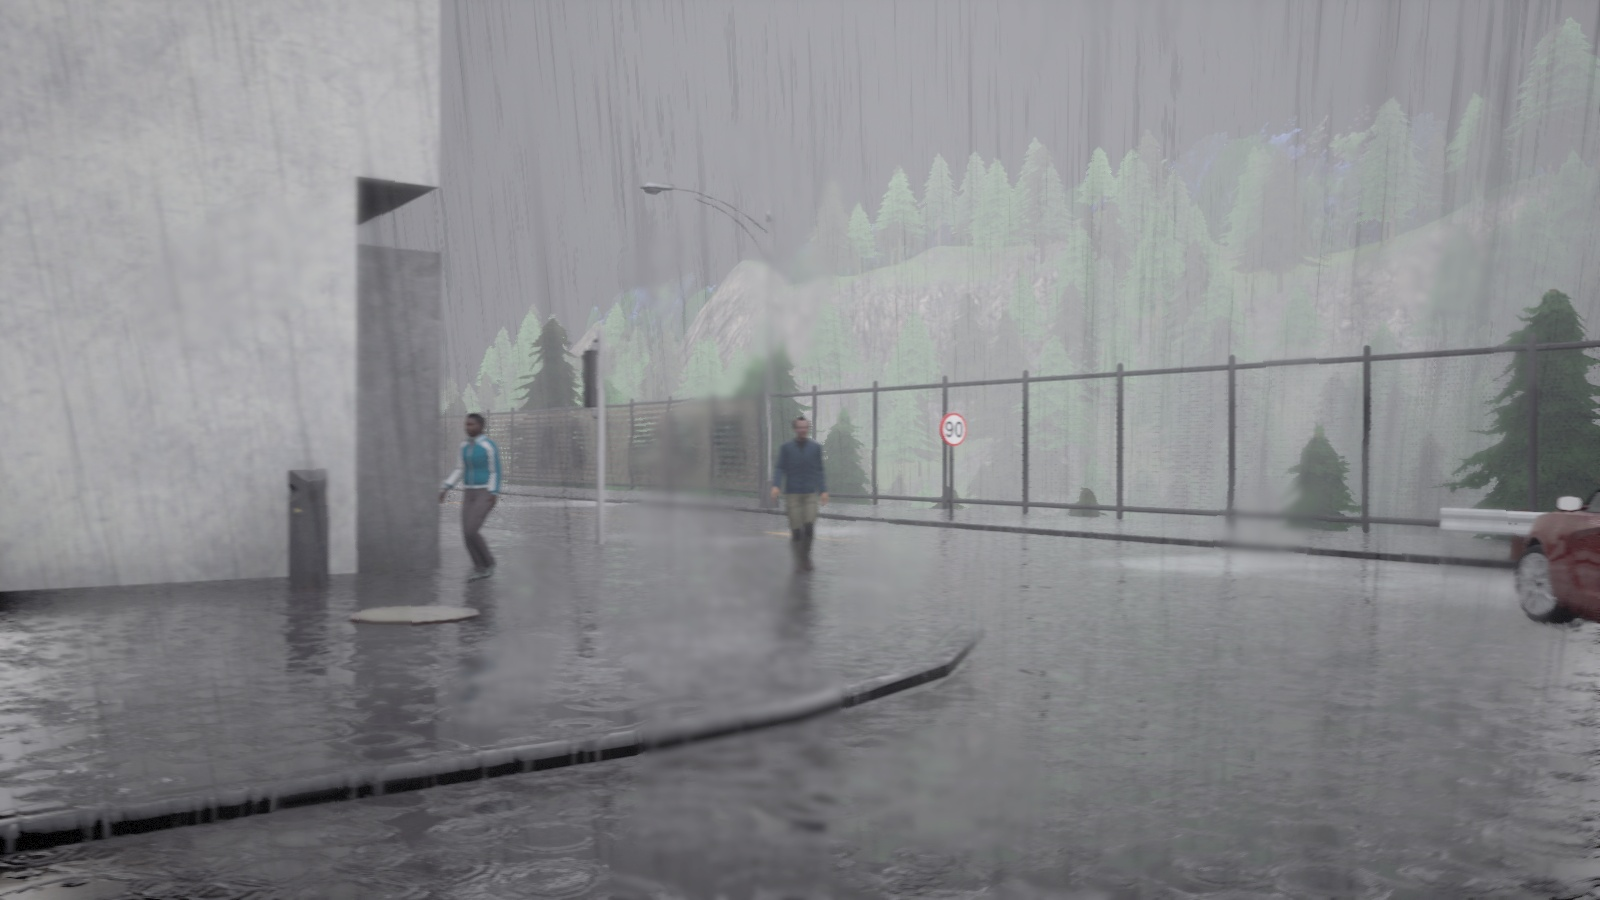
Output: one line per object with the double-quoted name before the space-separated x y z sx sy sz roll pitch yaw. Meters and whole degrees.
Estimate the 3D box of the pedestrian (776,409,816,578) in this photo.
"pedestrian" -0.050 0.478 14.046 0.402 1.842 0.726 0 0 -4

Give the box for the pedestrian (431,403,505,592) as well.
"pedestrian" -3.496 0.486 13.251 0.396 1.930 0.692 0 0 25

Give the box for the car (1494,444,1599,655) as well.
"car" 6.826 0.728 9.211 1.882 1.535 5.008 0 0 15
